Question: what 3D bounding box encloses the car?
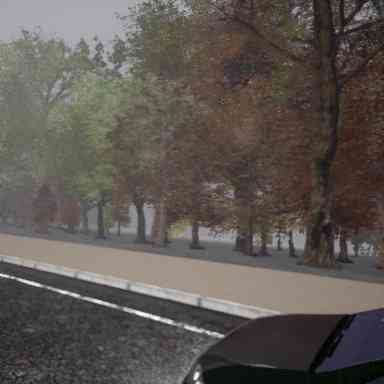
[{"bbox_3d":[1.908,1.561,2.324,4.181,1.385,1.994,-1,0,35],"label":"car"}]
